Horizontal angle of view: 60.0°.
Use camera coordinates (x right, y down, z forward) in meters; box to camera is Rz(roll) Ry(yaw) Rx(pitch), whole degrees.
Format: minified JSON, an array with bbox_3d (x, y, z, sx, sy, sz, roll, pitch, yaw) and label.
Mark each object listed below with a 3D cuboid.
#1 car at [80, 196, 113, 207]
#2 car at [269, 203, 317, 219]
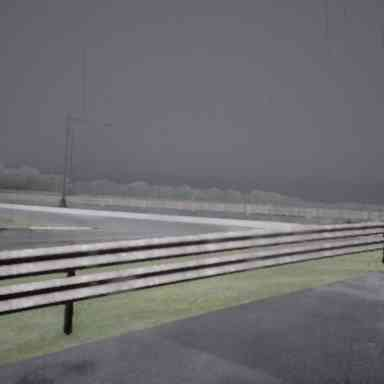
[{"bbox_3d":[-13.001,1.348,45.308,4.902,1.511,2.128,2,-2,29],"label":"car"},{"bbox_3d":[9.824,1.918,32.447,4.553,1.767,2.097,2,-2,15],"label":"car"}]
